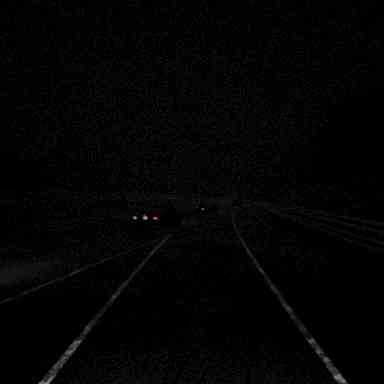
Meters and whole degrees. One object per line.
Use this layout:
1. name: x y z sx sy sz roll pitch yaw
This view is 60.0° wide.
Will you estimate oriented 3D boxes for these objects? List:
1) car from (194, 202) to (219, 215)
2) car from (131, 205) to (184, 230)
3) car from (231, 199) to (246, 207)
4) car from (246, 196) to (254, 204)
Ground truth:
1. car: 1.587 1.699 35.387 1.994 1.385 4.181 0 -1 14
2. car: -2.006 1.506 20.958 2.033 1.411 5.357 0 0 14
3. car: 8.600 2.030 63.517 1.837 1.490 4.892 0 -1 14
4. car: 14.091 2.400 85.541 1.895 1.301 4.718 0 -1 14
